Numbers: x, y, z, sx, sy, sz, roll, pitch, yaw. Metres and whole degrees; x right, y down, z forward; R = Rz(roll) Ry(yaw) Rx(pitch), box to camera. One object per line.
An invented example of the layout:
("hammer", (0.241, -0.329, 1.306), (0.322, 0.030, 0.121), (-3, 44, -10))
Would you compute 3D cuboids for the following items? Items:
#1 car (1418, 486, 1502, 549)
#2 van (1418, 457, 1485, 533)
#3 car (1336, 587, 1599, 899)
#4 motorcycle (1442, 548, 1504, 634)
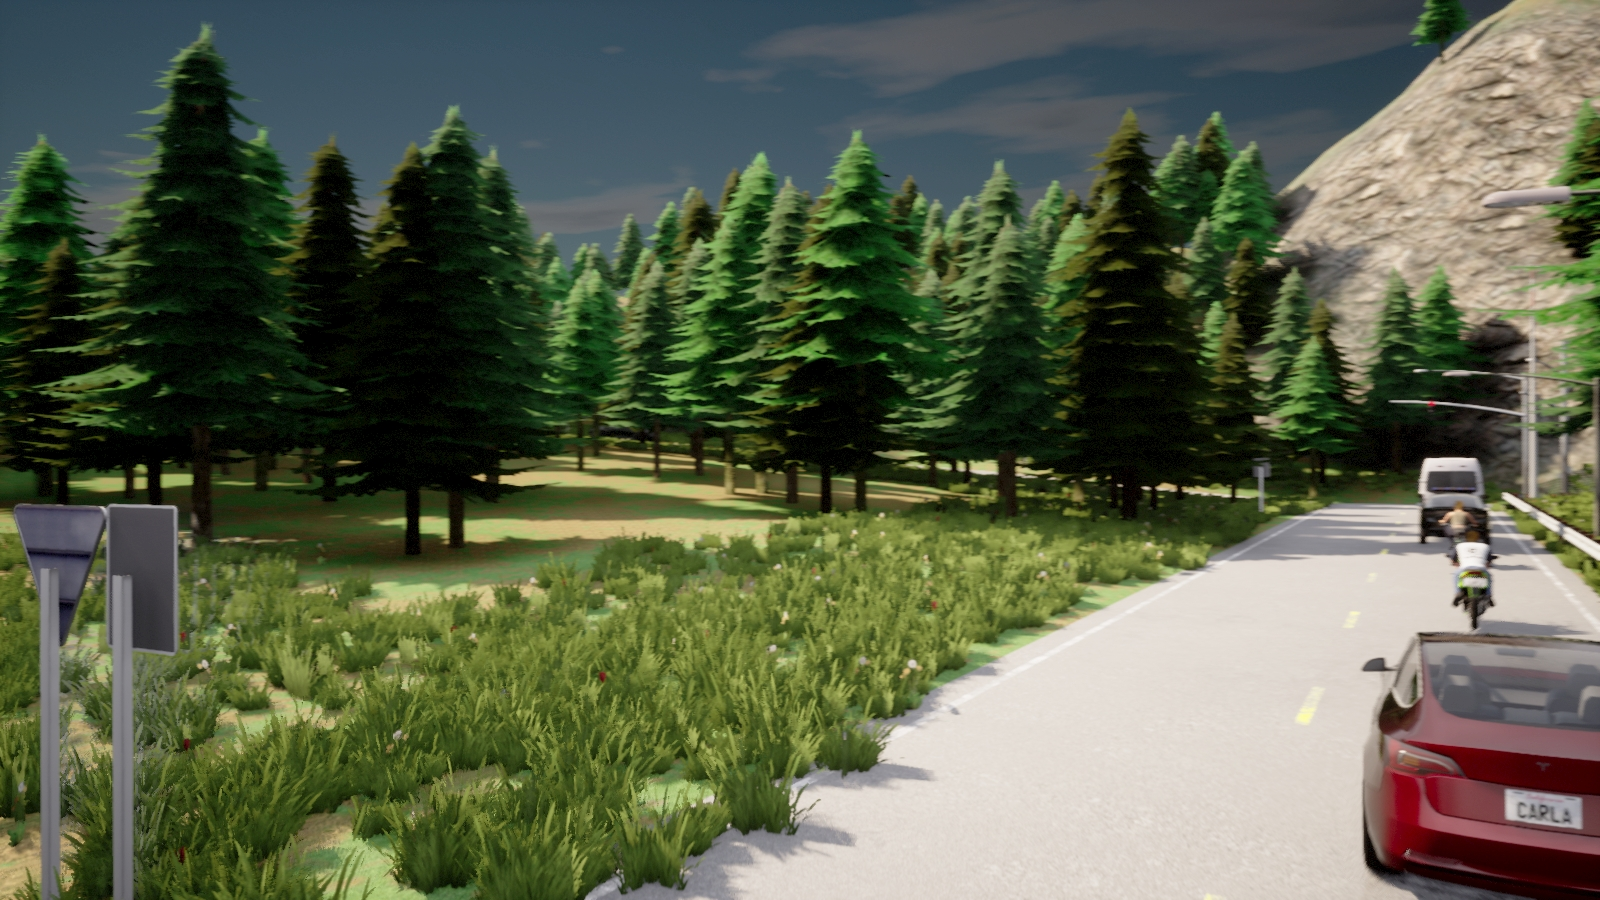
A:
("car", (20.374, 2.001, 35.386), (2.097, 1.638, 5.238), (0, 0, 29))
("van", (23.864, 1.558, 41.934), (1.988, 2.561, 5.915), (0, 0, 29))
("car", (5.361, 2.065, 8.469), (2.163, 1.488, 4.792), (0, 0, 29))
("motorcycle", (10.781, 2.220, 18.347), (0.803, 1.145, 2.033), (0, -1, 29))
